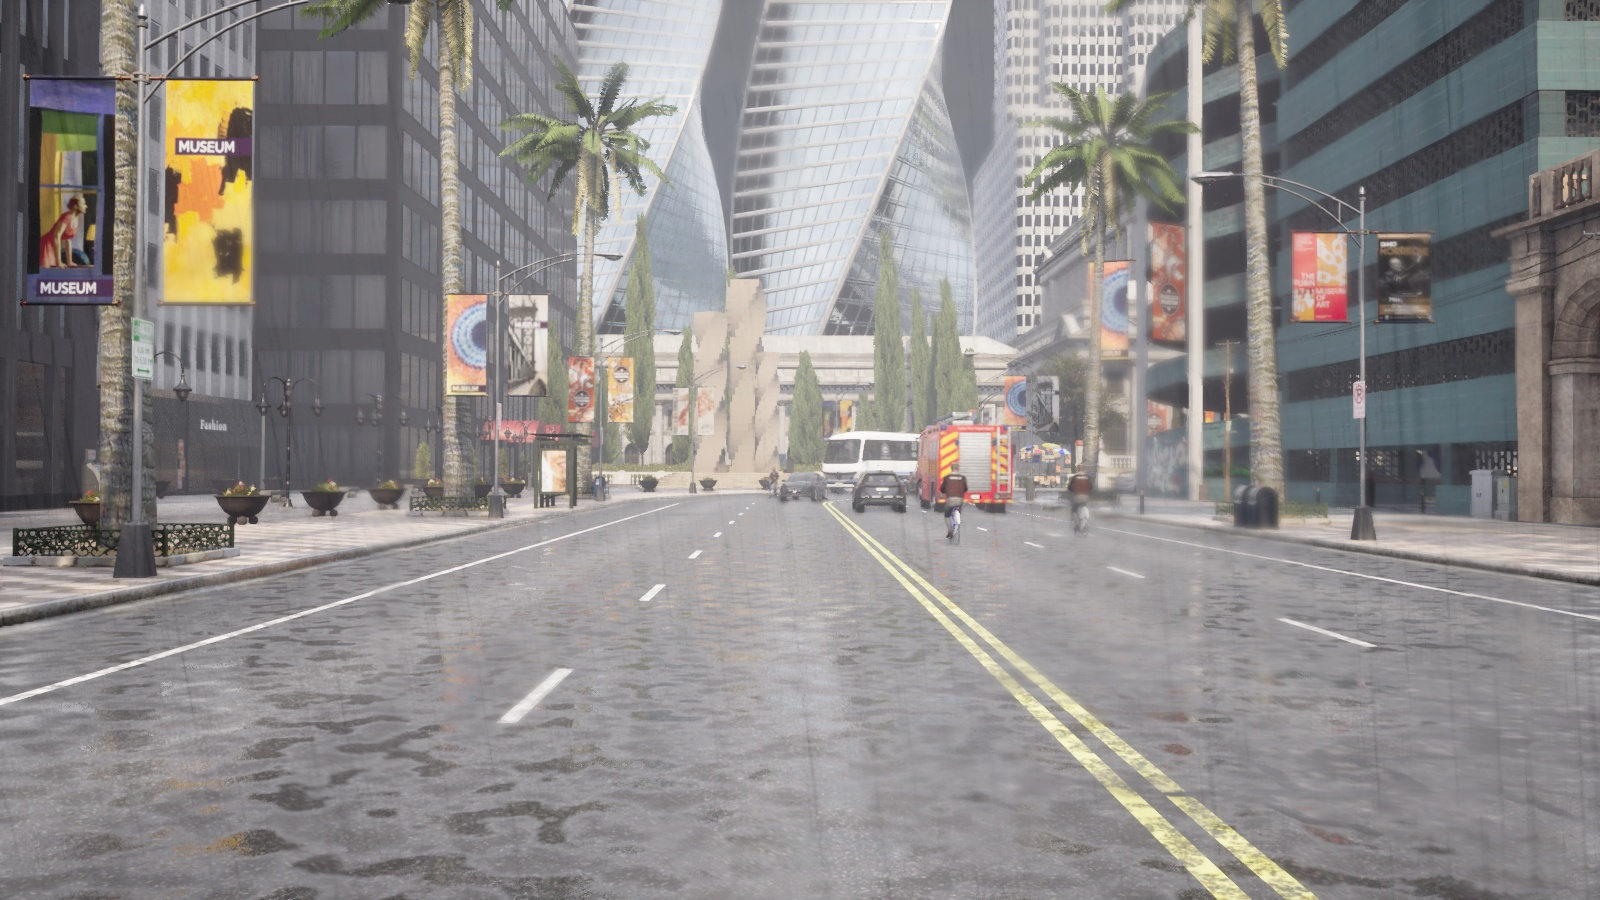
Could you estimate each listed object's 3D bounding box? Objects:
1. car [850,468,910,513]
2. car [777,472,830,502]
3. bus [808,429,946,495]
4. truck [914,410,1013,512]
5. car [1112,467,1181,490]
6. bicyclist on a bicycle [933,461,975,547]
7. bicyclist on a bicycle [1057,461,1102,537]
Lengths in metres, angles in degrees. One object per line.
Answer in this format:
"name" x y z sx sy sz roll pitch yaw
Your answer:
"car" 3.096 1.565 49.717 2.033 1.649 4.856 0 -1 0
"car" 0.228 1.927 66.185 1.837 1.490 4.892 -1 -1 12
"bus" 5.432 0.863 86.394 3.944 4.253 10.273 -1 -1 41
"truck" 6.574 0.491 51.806 2.891 3.827 8.468 0 -1 0
"car" 25.809 2.122 93.491 4.611 1.667 2.242 0 -1 -25
"bicyclist on a bicycle" 3.286 1.124 26.973 0.659 1.776 1.843 0 -1 0
"bicyclist on a bicycle" 6.757 1.168 30.464 0.659 1.776 1.843 0 -1 0
